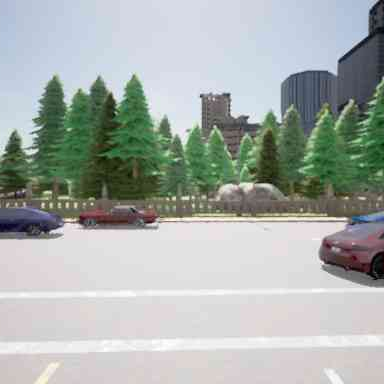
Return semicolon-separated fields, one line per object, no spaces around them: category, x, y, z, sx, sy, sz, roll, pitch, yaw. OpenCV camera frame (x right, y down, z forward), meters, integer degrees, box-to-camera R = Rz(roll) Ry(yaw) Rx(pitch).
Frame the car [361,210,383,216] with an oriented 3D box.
car;8.919;1.425;13.650;5.008;1.535;1.882;0;0;-2

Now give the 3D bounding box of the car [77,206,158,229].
car;-4.466;1.505;20.325;4.718;1.301;1.895;0;0;-2

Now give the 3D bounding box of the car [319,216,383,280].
car;5.868;1.538;9.618;4.181;1.385;1.994;0;0;-16

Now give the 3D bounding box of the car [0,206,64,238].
car;-8.871;1.454;16.634;4.674;1.442;1.812;0;0;-2
